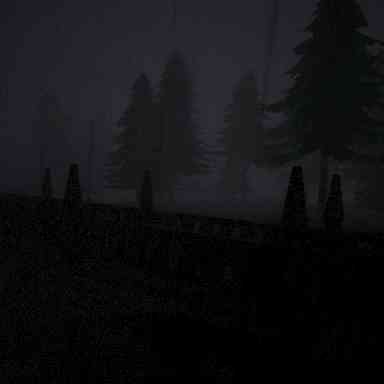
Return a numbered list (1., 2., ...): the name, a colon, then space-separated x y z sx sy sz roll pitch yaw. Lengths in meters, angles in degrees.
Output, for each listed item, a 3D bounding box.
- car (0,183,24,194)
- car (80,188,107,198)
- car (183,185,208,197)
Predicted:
1. car: -20.906 -0.216 36.183 2.128 1.511 4.902 4 2 37
2. car: -12.747 0.104 40.983 1.895 1.301 4.718 4 2 37
3. car: 0.554 -0.240 58.689 2.150 2.045 5.566 4 2 37
